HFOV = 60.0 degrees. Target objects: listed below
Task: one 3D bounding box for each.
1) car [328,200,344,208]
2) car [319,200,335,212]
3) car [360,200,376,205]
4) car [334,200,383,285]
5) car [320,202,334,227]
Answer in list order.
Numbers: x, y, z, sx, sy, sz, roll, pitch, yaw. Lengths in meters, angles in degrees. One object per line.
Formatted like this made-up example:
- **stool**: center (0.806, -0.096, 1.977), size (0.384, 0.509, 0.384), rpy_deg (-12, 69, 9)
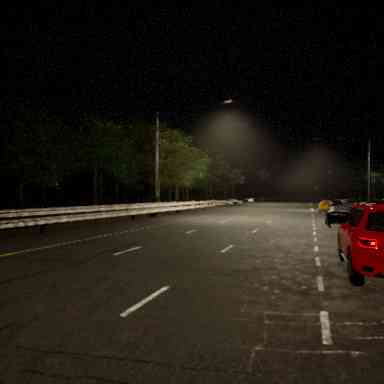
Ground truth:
- **car**: center (28.405, 2.269, 65.509), size (1.837, 1.490, 4.892), rpy_deg (0, 0, 34)
- **car**: center (19.179, 2.032, 47.464), size (1.882, 1.535, 5.008), rpy_deg (0, -1, 21)
- **car**: center (43.665, 2.635, 82.580), size (4.718, 1.301, 1.895), rpy_deg (1, 0, -39)
- **car**: center (5.555, 1.349, 9.587), size (2.150, 2.045, 5.566), rpy_deg (1, 0, 20)
- **car**: center (10.996, 1.783, 24.805), size (2.128, 1.511, 4.902), rpy_deg (1, 0, 20)
